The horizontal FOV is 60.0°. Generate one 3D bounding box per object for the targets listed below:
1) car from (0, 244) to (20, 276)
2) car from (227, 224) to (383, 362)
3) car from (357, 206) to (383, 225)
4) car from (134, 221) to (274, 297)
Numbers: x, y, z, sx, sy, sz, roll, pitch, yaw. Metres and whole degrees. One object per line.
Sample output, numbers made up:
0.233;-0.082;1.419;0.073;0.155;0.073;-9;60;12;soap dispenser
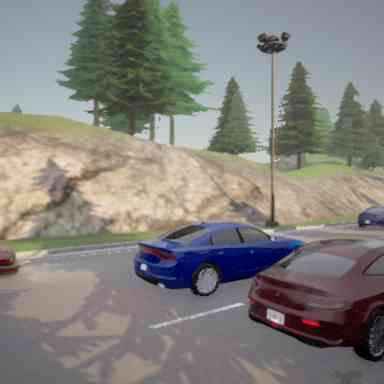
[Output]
-6.912;1.547;7.405;5.357;1.411;2.033;0;0;-36;car
3.021;1.547;5.905;4.674;1.442;1.812;0;0;-35;car
12.366;1.609;21.294;4.674;1.442;1.812;0;0;-36;car
0.959;1.501;8.734;5.008;1.535;1.882;0;0;-35;car
